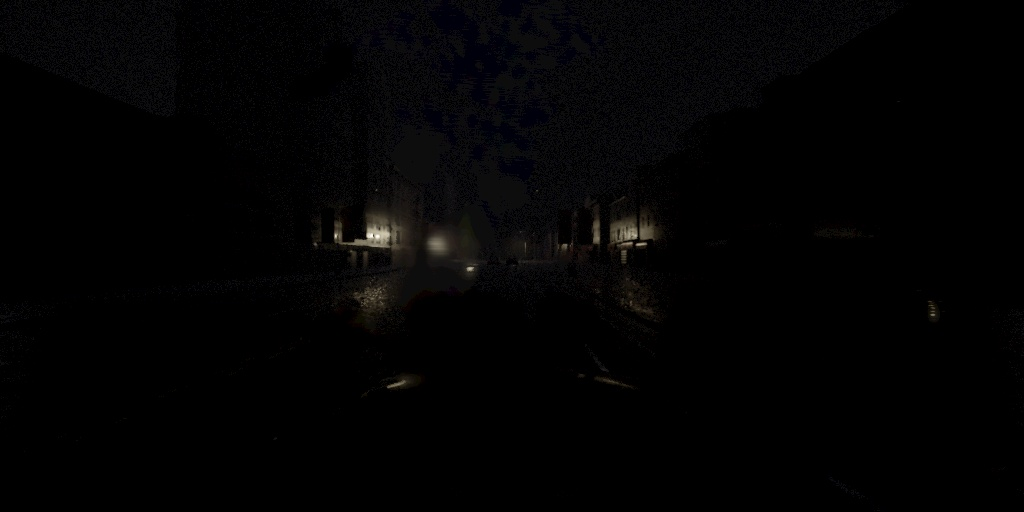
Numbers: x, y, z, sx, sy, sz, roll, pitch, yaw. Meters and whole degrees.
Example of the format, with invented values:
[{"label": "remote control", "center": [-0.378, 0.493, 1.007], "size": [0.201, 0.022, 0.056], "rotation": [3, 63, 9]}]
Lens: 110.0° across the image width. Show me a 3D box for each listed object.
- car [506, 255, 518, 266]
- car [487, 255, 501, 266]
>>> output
[{"label": "car", "center": [0.016, 0.713, 61.057], "size": [2.097, 1.767, 4.553], "rotation": [0, 0, 0]}, {"label": "car", "center": [-3.234, 0.925, 61.165], "size": [1.994, 1.385, 4.181], "rotation": [0, 0, 0]}]
